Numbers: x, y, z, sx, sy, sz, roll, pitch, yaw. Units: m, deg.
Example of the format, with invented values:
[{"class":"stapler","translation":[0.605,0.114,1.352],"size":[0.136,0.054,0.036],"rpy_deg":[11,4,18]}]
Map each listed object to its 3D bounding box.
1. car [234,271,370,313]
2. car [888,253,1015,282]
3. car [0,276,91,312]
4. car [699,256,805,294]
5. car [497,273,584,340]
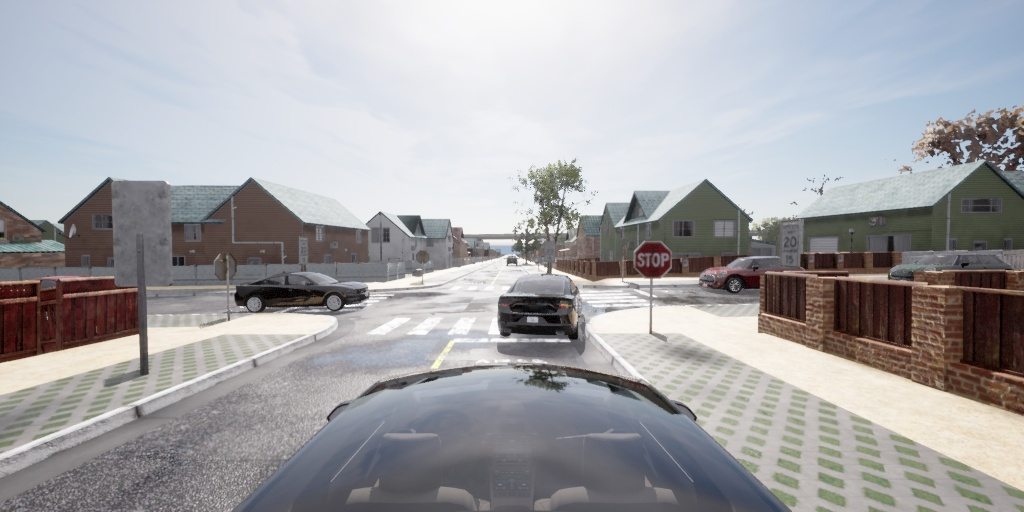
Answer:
[{"class":"car","translation":[-8.467,1.377,14.685],"size":[5.008,1.535,1.882],"rpy_deg":[-1,2,0]},{"class":"car","translation":[21.703,0.646,17.837],"size":[4.553,1.767,2.097],"rpy_deg":[-1,2,0]},{"class":"car","translation":[-18.020,1.547,14.623],"size":[5.008,1.535,1.882],"rpy_deg":[-1,2,0]},{"class":"car","translation":[11.808,0.820,17.767],"size":[4.553,1.767,2.097],"rpy_deg":[-1,2,0]},{"class":"car","translation":[0.959,1.224,10.158],"size":[1.882,1.535,5.008],"rpy_deg":[0,0,12]}]
